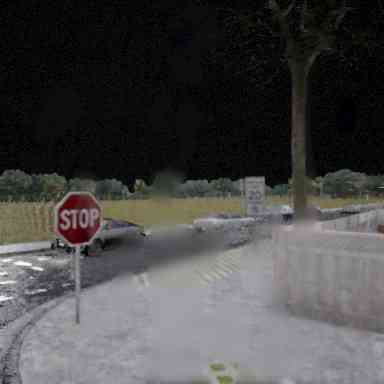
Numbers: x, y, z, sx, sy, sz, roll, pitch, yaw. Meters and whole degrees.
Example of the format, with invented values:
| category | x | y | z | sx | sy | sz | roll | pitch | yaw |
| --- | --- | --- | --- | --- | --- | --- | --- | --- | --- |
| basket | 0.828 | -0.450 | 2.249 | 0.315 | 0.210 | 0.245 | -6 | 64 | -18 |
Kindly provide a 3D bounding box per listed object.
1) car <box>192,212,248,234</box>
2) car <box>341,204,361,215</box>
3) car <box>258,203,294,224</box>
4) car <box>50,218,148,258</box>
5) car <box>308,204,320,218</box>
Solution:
| category | x | y | z | sx | sy | sz | roll | pitch | yaw |
| --- | --- | --- | --- | --- | --- | --- | --- | --- | --- |
| car | 2.018 | 2.031 | 22.677 | 1.895 | 1.301 | 4.718 | -1 | -1 | 35 |
| car | 21.863 | 2.393 | 45.774 | 1.994 | 1.385 | 4.181 | -1 | -1 | 35 |
| car | 7.827 | 1.924 | 30.923 | 2.097 | 1.767 | 4.553 | -1 | -1 | 35 |
| car | -3.841 | 1.850 | 14.341 | 1.994 | 1.385 | 4.181 | -1 | -1 | 35 |
| car | 13.732 | 2.206 | 39.259 | 2.128 | 1.511 | 4.902 | -1 | -1 | 36 |
